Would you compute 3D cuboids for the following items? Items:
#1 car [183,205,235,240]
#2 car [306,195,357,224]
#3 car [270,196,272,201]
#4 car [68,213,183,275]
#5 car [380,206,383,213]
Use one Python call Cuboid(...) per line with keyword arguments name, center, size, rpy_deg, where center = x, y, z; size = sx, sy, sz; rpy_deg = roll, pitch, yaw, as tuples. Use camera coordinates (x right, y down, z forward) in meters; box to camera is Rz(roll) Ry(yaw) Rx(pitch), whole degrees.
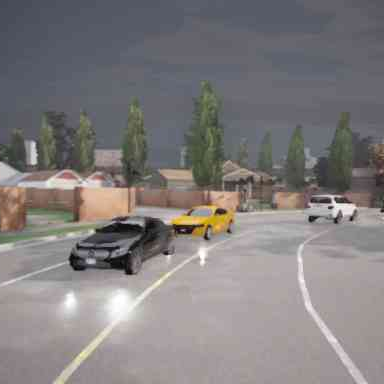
Cuboid(name="car", center=(0.698, 1.469, 17.308), size=(1.882, 1.535, 5.008), rpy_deg=(0, 0, 26))
Cuboid(name="car", center=(10.768, 1.251, 25.469), size=(2.150, 2.045, 5.566), rpy_deg=(0, 0, 43))
Cuboid(name="car", center=(14.557, 0.832, 56.479), size=(1.816, 1.474, 4.193), rpy_deg=(-2, 0, -3))
Cuboid(name="car", center=(-1.942, 1.506, 10.642), size=(1.812, 1.442, 4.674), rpy_deg=(0, 0, 15))
Cuboid(name="car", center=(21.084, 1.672, 33.002), size=(5.357, 1.411, 2.033), rpy_deg=(1, 0, -25))
